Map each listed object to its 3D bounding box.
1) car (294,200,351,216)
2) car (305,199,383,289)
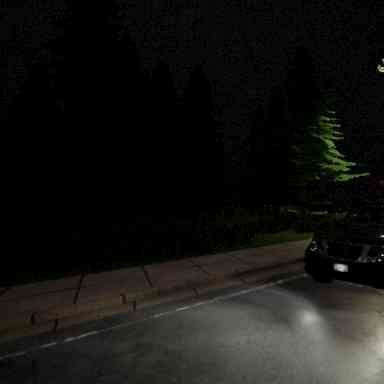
[{"bbox_3d":[13.584,1.576,34.931,2.033,1.411,5.357,0,0,-38],"label":"car"},{"bbox_3d":[5.241,1.222,8.666,5.566,2.045,2.150,0,0,-39],"label":"car"}]
